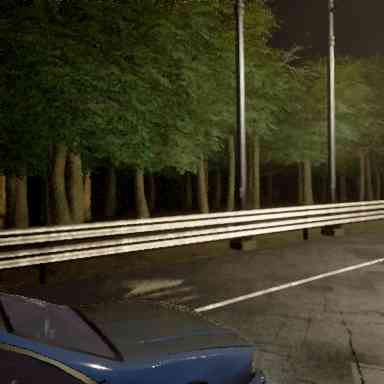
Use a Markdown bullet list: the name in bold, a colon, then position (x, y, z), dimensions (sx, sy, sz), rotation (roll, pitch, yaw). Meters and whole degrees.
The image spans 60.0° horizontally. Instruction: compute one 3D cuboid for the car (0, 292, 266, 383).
- **car**: position (-1.918, 1.553, 2.361), dimensions (5.357, 1.411, 2.033), rotation (-2, 1, -35)
